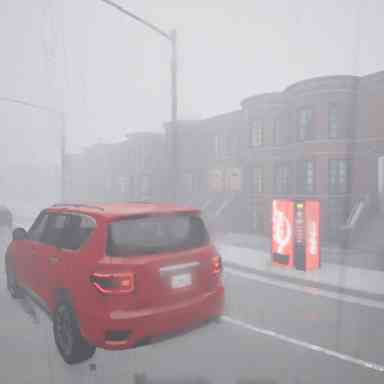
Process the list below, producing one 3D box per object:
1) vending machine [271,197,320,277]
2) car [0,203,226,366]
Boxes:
[{"bbox_3d":[2.941,1.195,9.479,1.100,2.100,0.880,0,0,-40],"label":"vending machine"},{"bbox_3d":[-1.819,1.218,6.197,2.150,2.045,5.566,0,0,-39],"label":"car"}]
